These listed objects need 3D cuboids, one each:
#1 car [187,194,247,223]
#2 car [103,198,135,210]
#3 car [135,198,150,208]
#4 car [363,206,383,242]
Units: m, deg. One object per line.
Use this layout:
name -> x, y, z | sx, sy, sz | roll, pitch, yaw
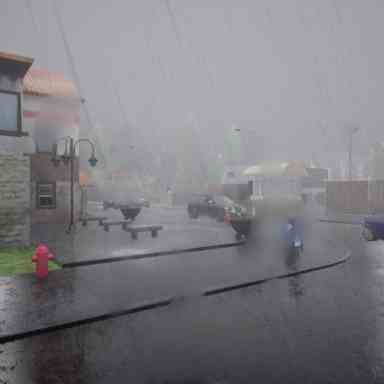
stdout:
car -> 1.835, 1.213, 26.352 | 2.150, 2.045, 5.566 | 0, 1, -35
car -> -9.698, 1.547, 42.715 | 2.033, 1.411, 5.357 | 0, 0, -35
car -> -7.681, 1.526, 46.781 | 1.812, 1.442, 4.674 | 0, 0, -39
car -> 9.210, 1.352, 13.522 | 2.097, 1.767, 4.553 | 0, 0, -9
